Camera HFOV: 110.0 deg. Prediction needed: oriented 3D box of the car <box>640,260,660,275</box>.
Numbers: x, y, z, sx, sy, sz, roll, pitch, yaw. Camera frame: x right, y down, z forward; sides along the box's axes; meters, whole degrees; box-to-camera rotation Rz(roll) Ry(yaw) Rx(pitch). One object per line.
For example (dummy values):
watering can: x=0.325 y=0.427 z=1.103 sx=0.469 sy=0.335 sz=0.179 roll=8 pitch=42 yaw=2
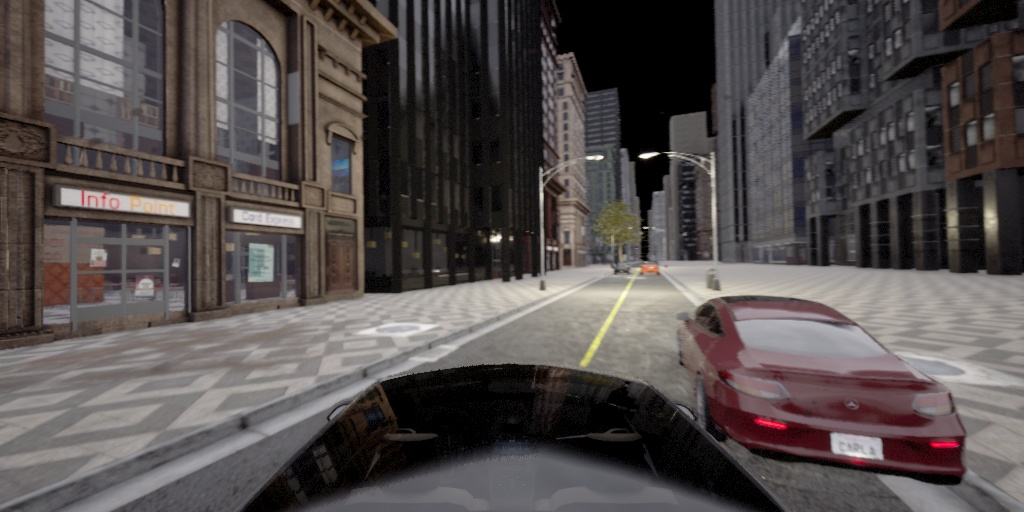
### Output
car: x=16.054 y=1.303 z=41.847 sx=2.097 sy=1.767 sz=4.553 roll=-1 pitch=-1 yaw=21

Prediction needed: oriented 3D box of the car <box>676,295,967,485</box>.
car: x=3.342 y=1.250 z=4.815 sx=1.812 sy=1.442 sz=4.674 roll=-1 pitch=-1 yaw=20

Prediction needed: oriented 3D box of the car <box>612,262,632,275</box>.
car: x=13.478 y=1.531 z=43.803 sx=1.837 sy=1.490 sz=4.892 roll=-1 pitch=-1 yaw=20
